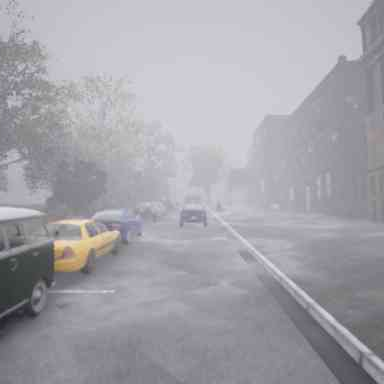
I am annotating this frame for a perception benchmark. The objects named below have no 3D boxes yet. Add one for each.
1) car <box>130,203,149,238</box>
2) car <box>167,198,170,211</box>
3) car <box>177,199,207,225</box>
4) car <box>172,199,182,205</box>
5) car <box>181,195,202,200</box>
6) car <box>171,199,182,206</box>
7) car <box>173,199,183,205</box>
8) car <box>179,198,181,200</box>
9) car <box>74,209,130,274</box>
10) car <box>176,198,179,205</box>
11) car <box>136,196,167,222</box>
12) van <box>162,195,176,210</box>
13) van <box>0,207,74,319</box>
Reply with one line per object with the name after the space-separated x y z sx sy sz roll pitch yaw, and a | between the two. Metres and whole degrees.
-3.653 1.539 16.053 2.097 1.535 5.008 0 0 2 | car
-3.653 1.649 32.767 2.002 1.452 4.674 0 0 2 | car
0.100 1.572 24.732 1.882 1.535 5.008 0 0 0 | car
-3.645 2.539 82.847 2.097 1.535 5.008 0 -1 2 | car
0.096 1.390 42.382 2.150 2.045 5.566 0 0 0 | car
-3.637 2.365 77.288 2.097 1.535 5.008 1 -2 2 | car
-3.648 2.744 88.450 2.163 1.488 4.792 0 -1 2 | car
-3.636 2.047 66.184 2.163 1.488 4.792 1 -2 2 | car
-3.646 1.515 10.673 1.946 1.575 5.366 0 0 2 | car
-3.655 1.554 49.451 2.185 1.767 4.553 0 0 2 | car
-3.655 1.460 27.168 2.185 1.767 4.553 0 0 2 | car
-3.649 1.431 44.029 1.878 1.987 4.442 0 0 2 | van
-3.649 1.272 5.036 1.878 1.987 4.442 0 0 2 | van
